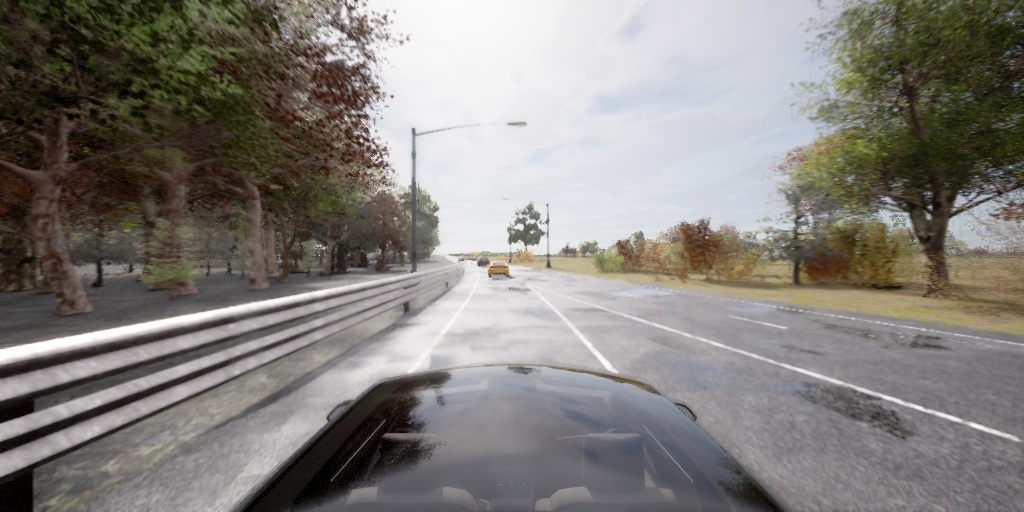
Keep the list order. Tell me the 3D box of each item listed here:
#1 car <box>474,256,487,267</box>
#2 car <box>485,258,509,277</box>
[{"bbox_3d":[-5.081,0.964,63.141,2.097,1.767,4.553,0,0,-10],"label":"car"},{"bbox_3d":[-1.381,1.196,34.939,1.882,1.535,5.008,0,0,-5],"label":"car"}]
